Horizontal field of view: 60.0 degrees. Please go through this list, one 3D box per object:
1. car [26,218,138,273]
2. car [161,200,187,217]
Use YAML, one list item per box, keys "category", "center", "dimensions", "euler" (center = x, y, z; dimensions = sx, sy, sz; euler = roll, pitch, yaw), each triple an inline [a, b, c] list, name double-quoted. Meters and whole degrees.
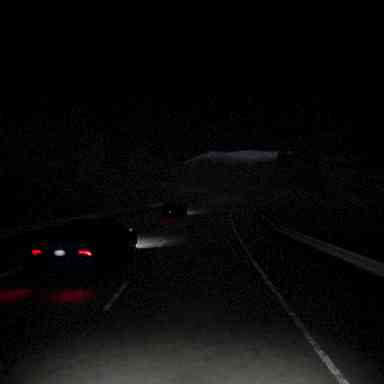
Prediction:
- category: "car"
  center: [-3.131, 1.540, 10.657]
  dimensions: [2.033, 1.411, 5.357]
  euler: [0, 0, 3]
- category: "car"
  center: [-1.570, 1.478, 30.583]
  dimensions: [2.128, 1.511, 4.902]
  euler: [0, 0, 6]
